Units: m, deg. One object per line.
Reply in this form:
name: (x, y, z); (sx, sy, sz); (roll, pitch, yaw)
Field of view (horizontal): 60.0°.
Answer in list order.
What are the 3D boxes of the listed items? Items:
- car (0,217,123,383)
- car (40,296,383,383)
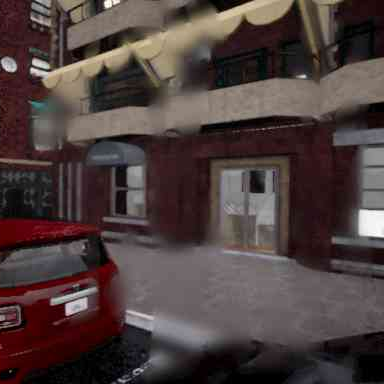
car: (-3.186, 1.313, 4.979); (5.009, 1.841, 2.192); (0, 1, 36)
car: (1.334, 1.566, 1.759); (4.313, 1.339, 1.947); (0, 1, 36)
